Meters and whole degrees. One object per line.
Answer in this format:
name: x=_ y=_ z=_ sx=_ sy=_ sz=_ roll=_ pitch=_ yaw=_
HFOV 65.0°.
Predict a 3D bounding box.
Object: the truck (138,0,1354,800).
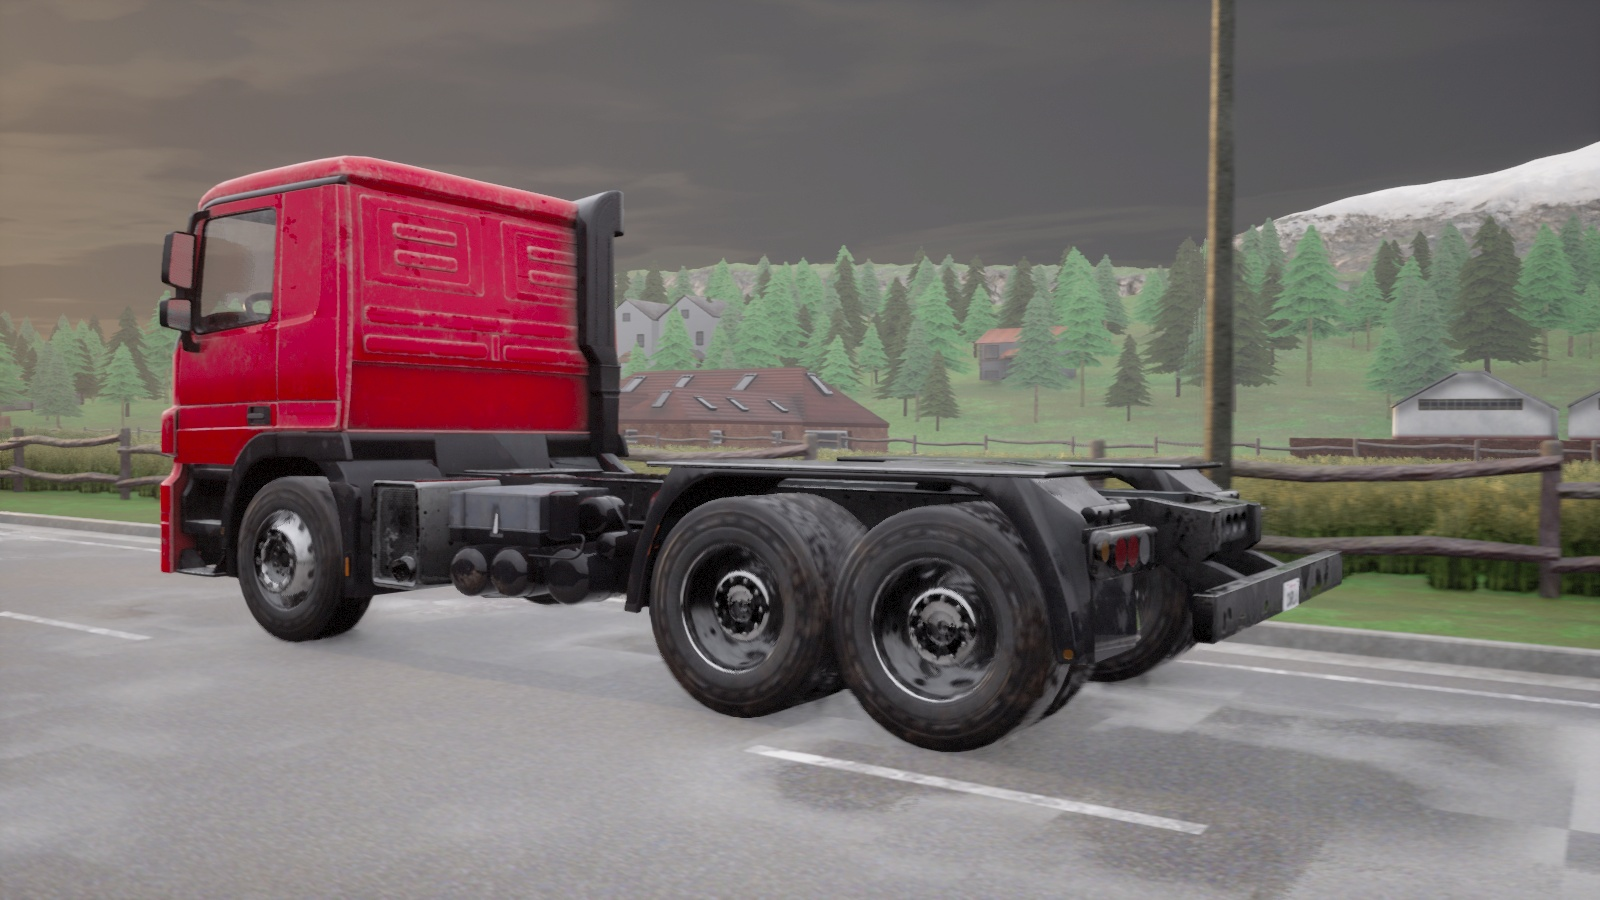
truck: x=-0.847 y=-0.358 z=8.405 sx=7.936 sy=3.462 sz=2.891 roll=0 pitch=1 yaw=34
